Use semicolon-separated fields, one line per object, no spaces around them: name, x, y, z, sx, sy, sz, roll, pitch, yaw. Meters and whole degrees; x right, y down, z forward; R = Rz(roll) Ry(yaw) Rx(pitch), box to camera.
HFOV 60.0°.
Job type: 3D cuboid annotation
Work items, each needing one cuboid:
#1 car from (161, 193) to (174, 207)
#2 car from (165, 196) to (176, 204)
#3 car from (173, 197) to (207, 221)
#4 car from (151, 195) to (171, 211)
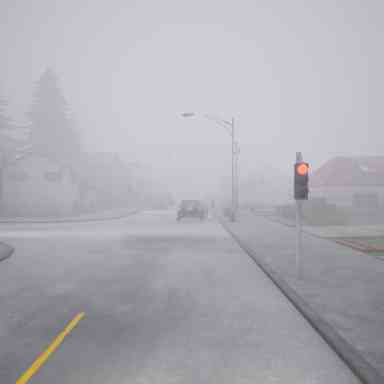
car;-4.026;1.221;52.241;2.150;2.045;5.566;0;0;0
car;-3.978;1.526;62.323;1.812;1.442;4.674;0;0;0
car;0.055;1.352;27.508;2.097;1.767;4.553;0;0;7
car;-4.043;1.505;41.749;1.837;1.490;4.892;0;0;0
